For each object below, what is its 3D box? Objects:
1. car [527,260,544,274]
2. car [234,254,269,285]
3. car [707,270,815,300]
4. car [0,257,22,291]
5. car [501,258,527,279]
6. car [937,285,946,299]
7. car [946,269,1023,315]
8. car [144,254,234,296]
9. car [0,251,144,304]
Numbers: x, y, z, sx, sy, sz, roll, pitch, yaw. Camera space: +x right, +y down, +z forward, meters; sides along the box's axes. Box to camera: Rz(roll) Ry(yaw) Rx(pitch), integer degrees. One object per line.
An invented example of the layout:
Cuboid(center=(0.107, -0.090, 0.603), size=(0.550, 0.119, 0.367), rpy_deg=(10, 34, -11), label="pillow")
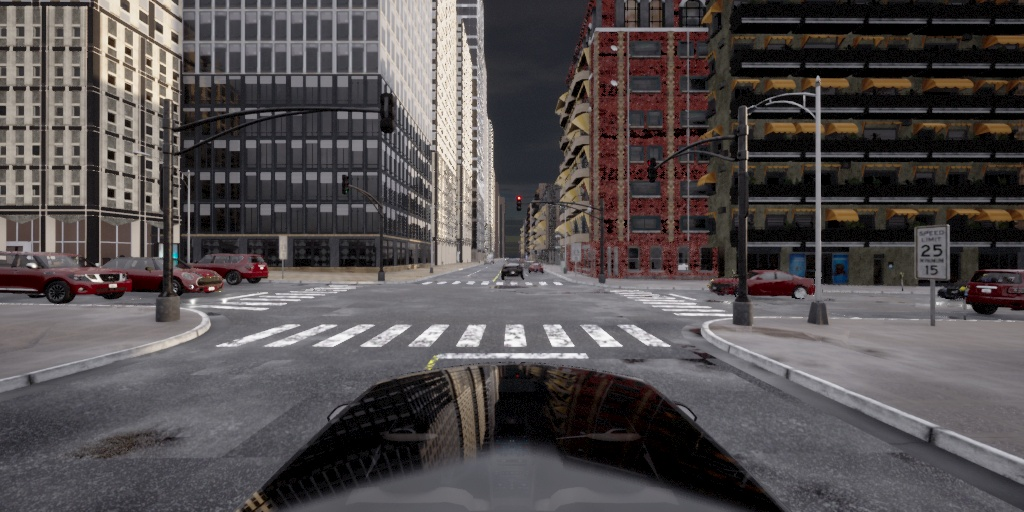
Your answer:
Cuboid(center=(2.800, 1.340, 41.805), size=(1.802, 1.307, 4.207), rpy_deg=(0, 0, 0), label="car")
Cuboid(center=(-17.680, 0.775, 21.856), size=(5.009, 1.841, 2.192), rpy_deg=(0, 0, 0), label="car")
Cuboid(center=(13.511, 1.508, 19.497), size=(5.008, 1.535, 1.882), rpy_deg=(1, 0, 0), label="car")
Cuboid(center=(-25.712, 0.774, 16.011), size=(5.008, 1.535, 1.882), rpy_deg=(1, 0, -1), label="car")
Cuboid(center=(0.068, 1.230, 32.509), size=(1.882, 1.535, 5.008), rpy_deg=(0, 0, 0), label="car")
Cuboid(center=(26.141, 1.823, 19.581), size=(4.181, 1.385, 1.994), rpy_deg=(1, 0, 0), label="car")
Cuboid(center=(20.616, 1.460, 13.785), size=(5.009, 1.841, 2.192), rpy_deg=(0, 0, 0), label="car")
Cuboid(center=(-15.722, 0.835, 16.082), size=(4.553, 1.767, 2.097), rpy_deg=(1, 0, 0), label="car")
Cuboid(center=(-17.558, 0.757, 13.477), size=(5.009, 1.841, 2.192), rpy_deg=(0, 0, 0), label="car")
